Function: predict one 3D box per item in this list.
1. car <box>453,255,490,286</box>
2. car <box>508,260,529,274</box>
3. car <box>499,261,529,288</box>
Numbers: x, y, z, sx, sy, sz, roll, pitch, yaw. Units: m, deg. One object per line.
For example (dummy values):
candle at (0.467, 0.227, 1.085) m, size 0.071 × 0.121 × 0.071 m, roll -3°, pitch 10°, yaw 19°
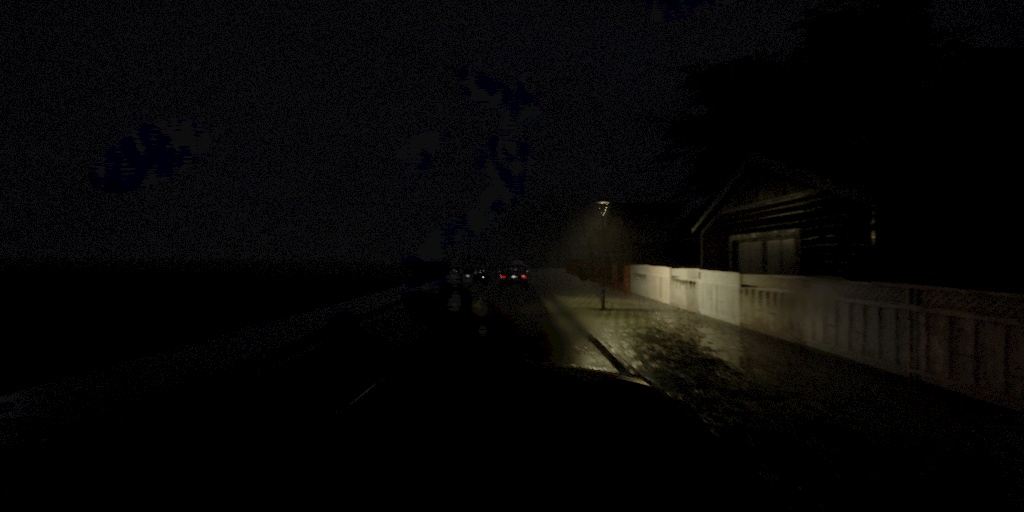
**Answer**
car at (-2.760, 0.938, 25.667) m, size 2.150 × 2.045 × 5.566 m, roll 0°, pitch 0°, yaw 0°
car at (0.822, 1.253, 41.660) m, size 1.812 × 1.442 × 4.674 m, roll 0°, pitch 0°, yaw 9°
car at (0.094, 1.276, 23.583) m, size 2.033 × 1.411 × 5.357 m, roll 0°, pitch 0°, yaw 0°
